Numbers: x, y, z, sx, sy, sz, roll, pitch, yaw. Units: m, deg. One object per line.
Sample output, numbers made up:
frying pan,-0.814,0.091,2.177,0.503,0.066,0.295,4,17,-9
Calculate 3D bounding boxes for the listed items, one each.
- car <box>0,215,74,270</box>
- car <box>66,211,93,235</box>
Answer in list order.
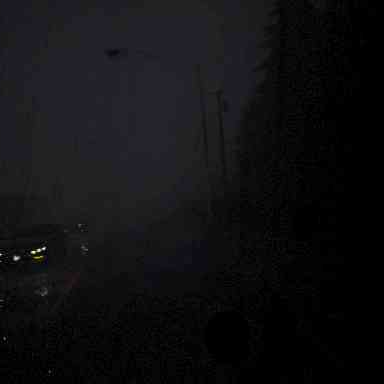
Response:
car,-6.307,2.012,13.503,1.837,1.490,4.892,-4,0,-11
car,-8.164,2.161,23.510,1.882,1.535,5.008,-4,0,-10
